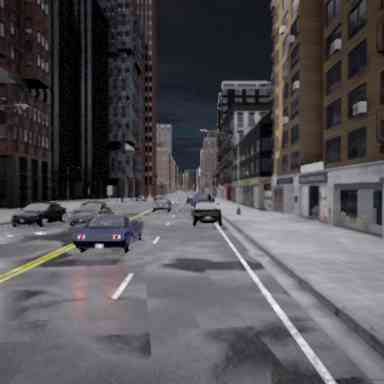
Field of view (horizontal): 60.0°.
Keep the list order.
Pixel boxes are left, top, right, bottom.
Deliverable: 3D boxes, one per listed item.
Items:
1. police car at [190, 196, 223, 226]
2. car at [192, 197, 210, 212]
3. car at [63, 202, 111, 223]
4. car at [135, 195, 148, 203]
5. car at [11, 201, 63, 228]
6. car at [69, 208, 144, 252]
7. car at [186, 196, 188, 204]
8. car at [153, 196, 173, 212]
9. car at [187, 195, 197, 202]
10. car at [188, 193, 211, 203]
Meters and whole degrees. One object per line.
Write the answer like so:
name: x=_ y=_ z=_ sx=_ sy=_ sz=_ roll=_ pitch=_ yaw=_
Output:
police car: x=0.977 y=1.344 z=22.713 sx=1.930 sy=1.638 sz=5.238 roll=0 pitch=0 yaw=0
car: x=0.978 y=1.345 z=38.603 sx=1.882 sy=1.535 sz=5.008 roll=0 pitch=0 yaw=0
car: x=-6.596 y=1.425 z=22.147 sx=1.837 sy=1.490 sz=4.892 roll=0 pitch=0 yaw=0
car: x=-9.744 y=1.320 z=64.555 sx=1.812 sy=1.442 sz=4.674 roll=0 pitch=0 yaw=0
car: x=-9.845 y=1.399 z=21.796 sx=1.882 sy=1.535 sz=5.008 roll=0 pitch=0 yaw=0
car: x=-3.149 y=1.551 z=13.556 sx=1.895 sy=1.301 sz=4.718 roll=0 pitch=0 yaw=0
car: x=0.005 y=1.288 z=57.553 sx=1.882 sy=1.535 sz=5.008 roll=0 pitch=0 yaw=0
car: x=-3.146 y=1.422 z=36.103 sx=2.033 sy=1.411 sz=5.357 roll=0 pitch=0 yaw=0
car: x=0.006 y=1.280 z=67.655 sx=1.837 sy=1.490 sz=4.892 roll=0 pitch=0 yaw=0
car: x=0.978 y=1.111 z=32.631 sx=2.150 sy=2.045 sz=5.566 roll=0 pitch=0 yaw=0
